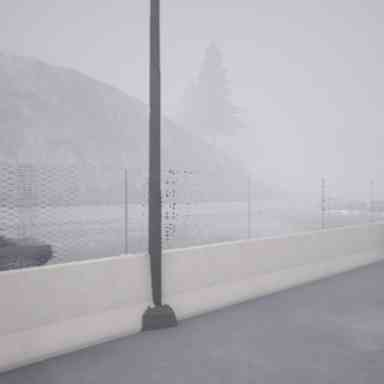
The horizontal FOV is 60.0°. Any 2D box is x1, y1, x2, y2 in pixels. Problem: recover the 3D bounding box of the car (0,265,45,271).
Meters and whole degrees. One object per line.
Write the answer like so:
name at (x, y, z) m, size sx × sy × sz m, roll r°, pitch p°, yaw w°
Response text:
car at (-6.162, 1.622, 8.252) m, size 4.718 × 1.301 × 1.895 m, roll 0°, pitch 0°, yaw -36°
